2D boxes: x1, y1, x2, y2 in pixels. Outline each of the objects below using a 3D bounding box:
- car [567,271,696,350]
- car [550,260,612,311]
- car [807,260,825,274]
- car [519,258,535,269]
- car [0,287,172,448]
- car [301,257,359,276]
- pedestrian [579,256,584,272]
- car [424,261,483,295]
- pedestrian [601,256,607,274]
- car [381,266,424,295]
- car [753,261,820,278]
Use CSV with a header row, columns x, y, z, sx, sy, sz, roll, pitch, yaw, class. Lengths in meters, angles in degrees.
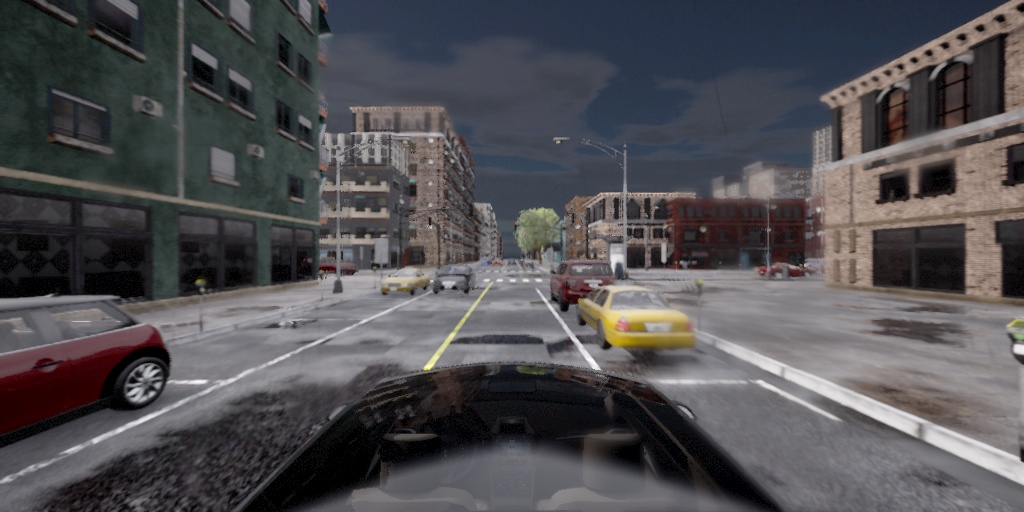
x,y,z,sx,sy,sz,roll,pitch,yaw,class
2.689,1.274,8.901,1.751,1.417,4.829,0,0,0,car
2.687,1.061,14.271,2.192,1.841,5.009,0,0,0,car
34.576,1.470,40.186,4.181,1.385,1.994,0,0,0,car
2.674,1.314,57.761,2.007,1.370,4.403,0,0,0,car
-5.690,1.189,3.189,1.967,1.591,4.097,0,0,0,car
-17.286,1.003,34.036,5.009,1.841,2.192,0,0,0,car
5.641,0.884,28.816,0.375,1.860,0.375,0,0,0,pedestrian
-3.065,1.238,19.831,2.128,1.511,4.902,0,0,0,car
7.127,0.924,27.616,0.375,1.860,0.375,0,0,0,pedestrian
-5.696,1.270,19.639,1.751,1.417,4.829,0,0,0,car
26.138,1.412,34.304,4.507,1.381,1.888,0,0,0,car
